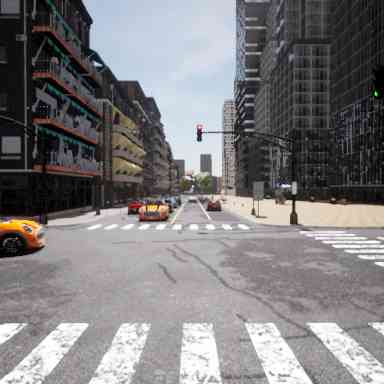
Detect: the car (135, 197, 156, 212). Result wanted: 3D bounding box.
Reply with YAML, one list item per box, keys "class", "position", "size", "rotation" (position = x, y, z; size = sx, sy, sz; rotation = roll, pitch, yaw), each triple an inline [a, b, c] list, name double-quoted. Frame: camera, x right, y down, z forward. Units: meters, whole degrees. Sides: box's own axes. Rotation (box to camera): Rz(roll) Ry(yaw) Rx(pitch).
- class: "car"
  position: [-5.685, 1.483, 41.036]
  size: [1.967, 1.590, 4.097]
  rotation: [-1, 0, 0]

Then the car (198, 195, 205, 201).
- class: "car"
  position: [2.685, 1.639, 92.101]
  size: [1.752, 1.417, 4.829]
  rotation: [-1, 0, 0]

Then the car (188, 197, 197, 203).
- class: "car"
  position: [0.137, 1.682, 69.720]
  size: [1.895, 1.301, 4.718]
  rotation: [0, 0, 0]

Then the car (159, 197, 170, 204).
- class: "car"
  position: [-5.671, 1.662, 69.281]
  size: [1.802, 1.307, 4.206]
  rotation: [-1, 0, 0]

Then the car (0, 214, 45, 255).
- class: "car"
  position: [-8.084, 1.386, 12.594]
  size: [4.553, 1.767, 2.097]
  rotation: [0, 1, -14]

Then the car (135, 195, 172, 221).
- class: "car"
  position: [-3.087, 1.380, 27.642]
  size: [2.097, 1.767, 4.553]
  rotation: [0, 0, 0]

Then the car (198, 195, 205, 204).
- class: "car"
  position: [2.674, 1.623, 63.685]
  size: [2.008, 1.369, 4.403]
  rotation: [-1, 0, 0]

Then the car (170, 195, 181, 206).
- class: "car"
  position: [-3.071, 1.599, 47.967]
  size: [2.033, 1.411, 5.357]
  rotation: [0, 0, 0]

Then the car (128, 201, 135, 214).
- class: "car"
  position: [-5.685, 1.581, 35.387]
  size: [1.887, 1.381, 4.507]
  rotation: [-1, 0, 0]

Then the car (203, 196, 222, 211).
- class: "car"
  position: [2.664, 1.587, 41.089]
  size: [1.887, 1.381, 4.507]
  rotation: [-1, 0, 0]

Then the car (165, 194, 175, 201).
- class: "car"
  position: [-5.667, 1.420, 86.228]
  size: [2.192, 1.841, 5.009]
  rotation: [-1, 0, 0]

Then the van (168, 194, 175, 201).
- class: "van"
  position: [-5.664, 1.455, 91.875]
  size: [1.690, 1.788, 3.998]
  rotation: [-1, 0, 0]

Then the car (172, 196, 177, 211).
- class: "car"
  position: [-3.080, 1.543, 37.639]
  size: [1.837, 1.490, 4.892]
  rotation: [0, 0, 0]

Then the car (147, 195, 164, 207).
- class: "car"
  position: [-5.682, 1.372, 52.334]
  size: [2.192, 1.841, 5.009]
  rotation: [-1, 0, 0]

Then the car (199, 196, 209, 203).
- class: "car"
  position: [2.679, 1.633, 74.983]
  size: [1.887, 1.381, 4.507]
  rotation: [-1, 0, 0]
